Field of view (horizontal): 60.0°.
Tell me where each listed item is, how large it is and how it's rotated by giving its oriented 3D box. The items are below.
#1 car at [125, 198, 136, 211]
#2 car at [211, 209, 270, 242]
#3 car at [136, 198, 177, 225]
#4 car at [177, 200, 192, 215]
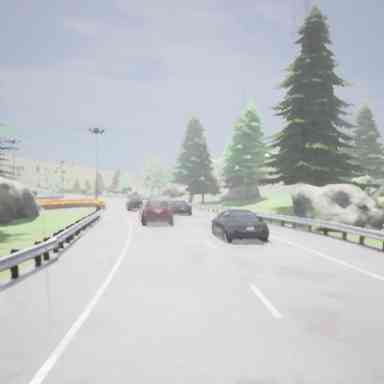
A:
[{"bbox_3d":[-6.889,1.453,39.979,1.837,1.490,4.892,0,0,-16],"label":"car"},{"bbox_3d":[2.206,1.533,16.194,1.994,1.385,4.181,0,0,-8],"label":"car"},{"bbox_3d":[-2.637,1.319,23.706,2.097,1.767,4.553,0,0,-12],"label":"car"},{"bbox_3d":[-1.377,1.513,33.153,1.994,1.385,4.181,0,0,-15],"label":"car"}]
